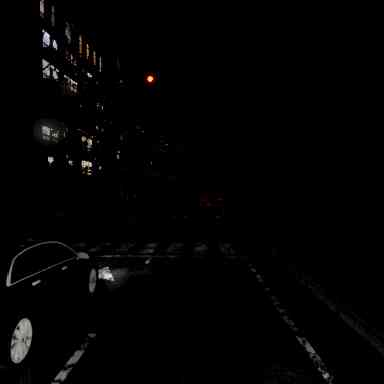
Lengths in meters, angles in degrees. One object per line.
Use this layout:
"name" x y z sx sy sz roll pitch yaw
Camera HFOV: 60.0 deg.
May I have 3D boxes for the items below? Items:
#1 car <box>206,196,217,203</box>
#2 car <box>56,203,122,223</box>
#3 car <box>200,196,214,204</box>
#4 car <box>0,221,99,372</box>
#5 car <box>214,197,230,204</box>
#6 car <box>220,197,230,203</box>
"car" 4.633 1.804 79.076 1.837 1.490 4.892 0 0 11
"car" -7.635 1.569 24.845 4.674 1.442 1.812 0 0 -24
"car" 3.008 1.590 69.455 2.097 1.767 4.553 0 0 9
"car" -3.046 1.507 5.649 1.837 1.490 4.892 0 0 1
"car" 6.198 1.742 68.851 1.837 1.490 4.892 0 0 10
"car" 7.868 1.857 78.678 1.994 1.385 4.181 0 0 12
